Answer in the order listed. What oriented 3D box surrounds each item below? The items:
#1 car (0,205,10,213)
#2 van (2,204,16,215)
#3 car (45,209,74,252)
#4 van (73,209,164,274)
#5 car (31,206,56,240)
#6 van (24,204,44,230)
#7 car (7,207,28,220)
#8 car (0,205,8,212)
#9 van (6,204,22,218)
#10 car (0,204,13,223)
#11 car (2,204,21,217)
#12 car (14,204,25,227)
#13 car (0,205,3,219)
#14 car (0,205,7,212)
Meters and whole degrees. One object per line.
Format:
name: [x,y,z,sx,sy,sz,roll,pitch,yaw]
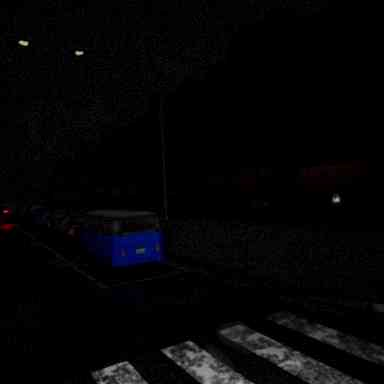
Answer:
car: [-40.320,3.546,71.228,1.967,1.590,4.097,-3,0,-32]
van: [-31.584,2.993,57.327,1.690,1.788,3.998,-3,0,-32]
car: [-5.358,1.731,15.625,1.967,1.590,4.097,-3,0,-32]
van: [-2.450,1.483,10.992,1.690,1.788,3.998,-3,0,-32]
car: [-8.272,1.880,20.259,1.967,1.590,4.097,-3,0,-32]
van: [-11.191,1.932,24.892,1.690,1.788,3.998,-3,0,-32]
car: [-22.834,2.747,43.426,2.008,1.369,4.403,-3,0,-32]
car: [-43.319,3.787,76.005,1.752,1.417,4.829,-3,0,-32]
van: [-25.757,2.690,48.060,1.690,1.788,3.998,-3,0,-32]
car: [-20.737,2.295,35.311,2.150,2.045,5.566,-3,0,-33]
car: [-28.672,2.815,52.693,2.192,1.841,5.009,-3,0,-32]
car: [-14.105,2.057,29.523,2.192,1.841,5.009,-3,0,-32]
car: [-27.685,2.785,46.367,2.097,1.767,4.553,-3,0,-32]
car: [-46.141,3.959,80.495,2.008,1.369,4.403,-3,0,-32]
